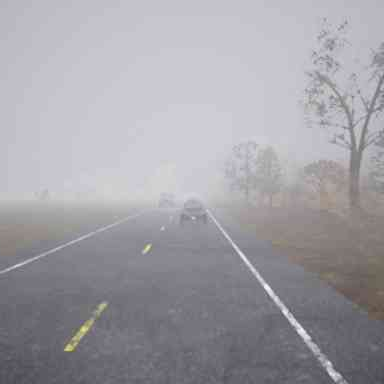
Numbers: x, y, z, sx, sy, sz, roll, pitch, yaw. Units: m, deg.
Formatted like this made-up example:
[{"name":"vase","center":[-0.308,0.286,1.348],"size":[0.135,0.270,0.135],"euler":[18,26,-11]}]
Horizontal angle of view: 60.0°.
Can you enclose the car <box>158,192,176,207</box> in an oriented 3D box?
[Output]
[{"name":"car","center":[-3.517,1.074,47.604],"size":[2.150,2.045,5.566],"euler":[0,0,0]}]

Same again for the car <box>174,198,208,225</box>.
[{"name":"car","center":[0.099,1.425,23.519],"size":[2.128,1.511,4.902],"euler":[0,0,0]}]
